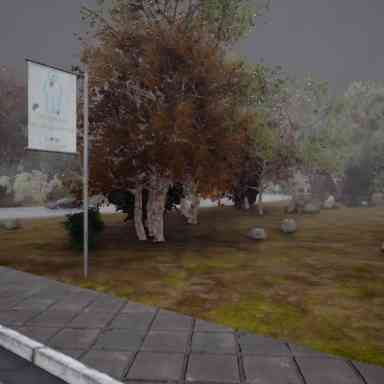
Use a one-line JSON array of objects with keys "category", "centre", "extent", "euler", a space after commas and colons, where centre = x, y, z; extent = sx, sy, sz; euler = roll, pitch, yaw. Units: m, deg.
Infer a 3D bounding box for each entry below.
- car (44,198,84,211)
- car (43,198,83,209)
[{"category": "car", "centre": [-15.903, 1.488, 41.804], "extent": [1.837, 1.490, 4.892], "euler": [0, 1, 38]}, {"category": "car", "centre": [-17.531, 1.583, 45.382], "extent": [1.895, 1.301, 4.718], "euler": [0, 0, 38]}]
